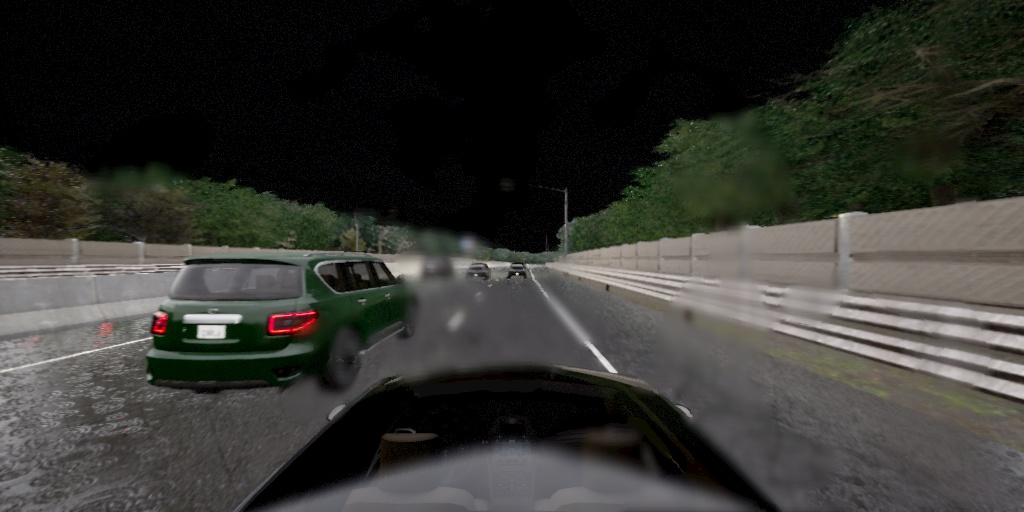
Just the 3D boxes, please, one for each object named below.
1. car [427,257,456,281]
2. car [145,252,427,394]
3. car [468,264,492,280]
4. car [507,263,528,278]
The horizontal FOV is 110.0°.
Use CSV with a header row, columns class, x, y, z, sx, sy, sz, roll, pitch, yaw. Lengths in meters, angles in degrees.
class,x,y,z,sx,sy,sz,roll,pitch,yaw
car,-6.576,1.140,32.283,2.150,2.045,5.566,0,-1,2
car,-3.432,0.967,6.800,2.150,2.045,5.566,0,0,0
car,-3.013,1.451,33.740,1.837,1.490,4.892,0,-1,2
car,0.582,1.503,37.068,1.837,1.490,4.892,0,-1,2
